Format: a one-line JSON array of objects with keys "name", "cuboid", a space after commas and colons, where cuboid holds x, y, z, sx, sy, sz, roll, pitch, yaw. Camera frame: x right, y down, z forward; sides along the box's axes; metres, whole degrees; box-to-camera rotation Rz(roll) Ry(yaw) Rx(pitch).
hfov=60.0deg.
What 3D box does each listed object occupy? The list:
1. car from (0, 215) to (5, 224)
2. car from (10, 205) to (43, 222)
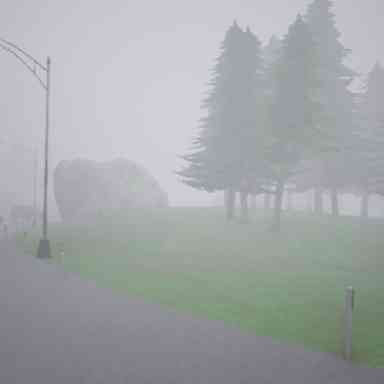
[{"name": "car", "cuboid": [-20.417, 2.578, 33.340, 1.994, 1.385, 4.181, 2, -3, -9]}, {"name": "car", "cuboid": [-21.253, 2.795, 43.131, 2.150, 2.045, 5.566, 2, -4, 1]}]
